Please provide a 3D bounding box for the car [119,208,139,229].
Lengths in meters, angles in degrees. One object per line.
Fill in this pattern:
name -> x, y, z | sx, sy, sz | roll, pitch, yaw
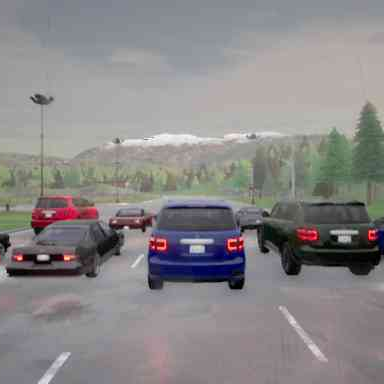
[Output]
car -> -3.425, 1.590, 19.748 | 1.895, 1.301, 4.718 | 0, 0, 1

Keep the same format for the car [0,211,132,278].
car -> -3.406, 1.542, 10.099 | 2.033, 1.411, 5.357 | 0, 0, 0

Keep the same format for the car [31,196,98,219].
car -> -6.917, 1.211, 18.681 | 2.150, 2.045, 5.566 | 0, 0, 0

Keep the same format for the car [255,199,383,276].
car -> 3.590, 1.213, 10.515 | 2.150, 2.045, 5.566 | 0, 0, 0

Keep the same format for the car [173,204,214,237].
car -> 0.076, 1.537, 19.413 | 2.033, 1.411, 5.357 | 0, 0, 0

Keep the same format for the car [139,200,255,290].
car -> 0.085, 1.216, 9.227 | 2.150, 2.045, 5.566 | 0, 0, 0

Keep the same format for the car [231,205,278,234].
car -> 3.575, 1.553, 19.773 | 1.994, 1.385, 4.181 | 0, 0, 0

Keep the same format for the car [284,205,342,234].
car -> 7.079, 1.553, 19.983 | 1.994, 1.385, 4.181 | 0, 0, 0
